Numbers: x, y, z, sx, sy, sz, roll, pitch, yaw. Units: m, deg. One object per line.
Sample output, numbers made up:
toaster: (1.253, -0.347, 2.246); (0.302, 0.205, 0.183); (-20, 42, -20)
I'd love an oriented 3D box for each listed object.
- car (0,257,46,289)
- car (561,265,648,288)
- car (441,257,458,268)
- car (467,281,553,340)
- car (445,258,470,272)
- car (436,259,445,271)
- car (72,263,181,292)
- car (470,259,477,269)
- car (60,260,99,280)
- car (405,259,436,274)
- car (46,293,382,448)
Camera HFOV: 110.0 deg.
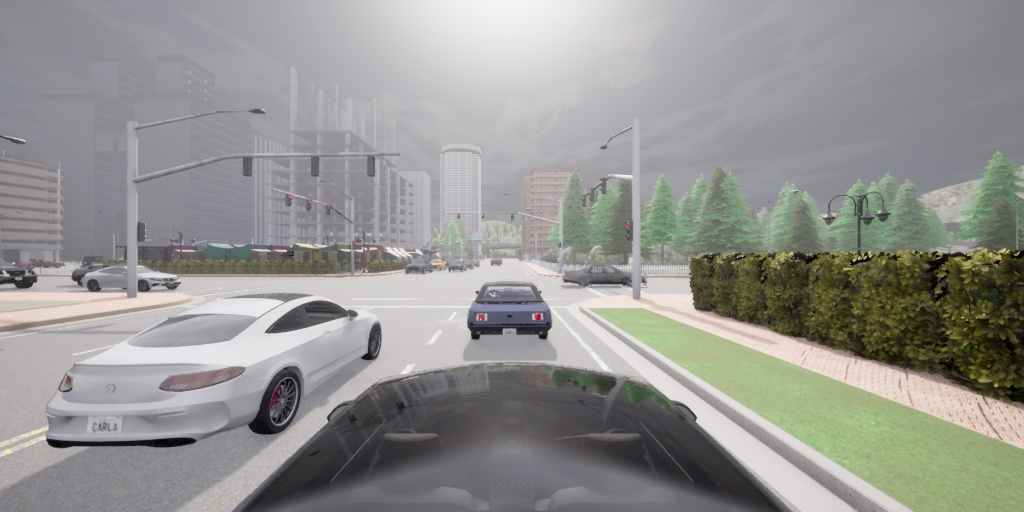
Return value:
car: (-31.540, 0.970, 20.998); (5.566, 2.045, 2.150); (0, 0, 2)
car: (5.950, 1.297, 23.489); (5.357, 1.411, 2.033); (0, 0, 2)
car: (-10.529, 1.102, 60.594); (2.097, 1.767, 4.553); (0, 0, 0)
car: (-0.089, 1.351, 9.971); (1.895, 1.301, 4.718); (0, 0, -1)
car: (-7.075, 1.255, 46.901); (1.837, 1.490, 4.892); (0, 0, 0)
car: (-10.566, 1.228, 50.524); (1.882, 1.535, 5.008); (0, 0, 0)
car: (-21.967, 1.276, 20.758); (4.674, 1.442, 1.812); (0, 0, 2)
car: (-7.052, 1.255, 56.011); (1.837, 1.490, 4.892); (0, 0, 0)
car: (-26.814, 1.241, 24.372); (4.902, 1.511, 2.128); (0, 0, 2)
car: (-10.713, 1.102, 41.561); (2.097, 1.767, 4.553); (0, 0, 3)
car: (-3.505, 1.276, 5.364); (1.812, 1.442, 4.674); (0, 0, -1)
